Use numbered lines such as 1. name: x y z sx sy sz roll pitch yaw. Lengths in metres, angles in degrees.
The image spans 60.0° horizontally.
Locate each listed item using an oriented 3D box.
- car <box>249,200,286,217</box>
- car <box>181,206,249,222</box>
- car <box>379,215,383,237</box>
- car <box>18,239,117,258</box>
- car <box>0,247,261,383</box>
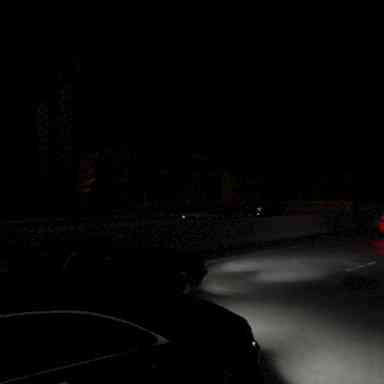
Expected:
1. car: 7.166 1.599 32.520 4.553 1.767 2.097 1 -1 -39
2. car: 1.524 1.764 23.333 4.718 1.301 1.895 1 -1 -40
3. car: 12.135 1.518 18.228 4.553 1.767 2.097 1 -1 -39
4. car: -1.972 1.637 6.834 4.718 1.301 1.895 0 0 -37
5. car: -1.490 1.518 2.887 4.892 1.490 1.837 1 0 -36
